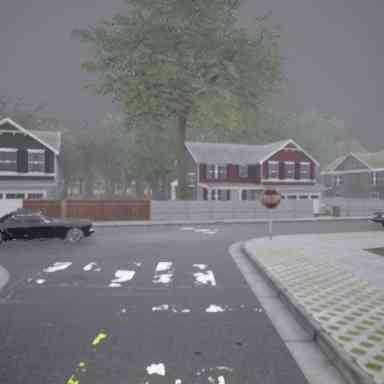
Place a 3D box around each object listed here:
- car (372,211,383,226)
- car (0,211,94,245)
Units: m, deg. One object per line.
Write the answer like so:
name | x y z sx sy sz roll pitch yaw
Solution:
car | 14.336 1.597 21.674 5.357 1.411 2.033 1 0 -20
car | -6.565 1.459 13.997 4.718 1.301 1.895 1 1 -20
